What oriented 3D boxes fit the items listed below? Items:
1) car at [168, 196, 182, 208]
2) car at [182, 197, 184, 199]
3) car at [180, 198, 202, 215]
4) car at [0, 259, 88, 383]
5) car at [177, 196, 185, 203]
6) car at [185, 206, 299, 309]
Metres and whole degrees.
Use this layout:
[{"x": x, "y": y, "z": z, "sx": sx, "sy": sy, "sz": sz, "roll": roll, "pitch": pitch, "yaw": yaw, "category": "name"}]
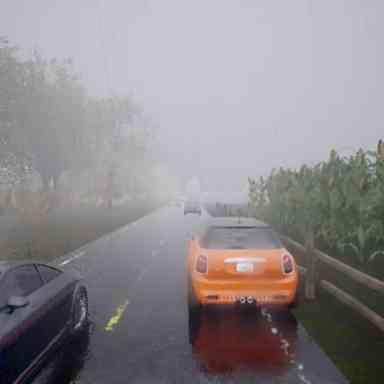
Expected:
[{"x": -2.751, "y": 1.712, "z": 52.407, "sx": 2.128, "sy": 1.511, "sz": 4.902, "roll": 0, "pitch": 0, "yaw": 0, "category": "car"}, {"x": 0.056, "y": 1.545, "z": 46.051, "sx": 2.097, "sy": 1.767, "sz": 4.553, "roll": 0, "pitch": 0, "yaw": 0, "category": "car"}, {"x": 0.072, "y": 1.696, "z": 35.488, "sx": 2.033, "sy": 1.411, "sz": 5.357, "roll": 0, "pitch": 0, "yaw": 0, "category": "car"}, {"x": -2.752, "y": 1.580, "z": 3.998, "sx": 1.994, "sy": 1.385, "sz": 4.181, "roll": 0, "pitch": 0, "yaw": 0, "category": "car"}, {"x": -2.750, "y": 1.831, "z": 82.204, "sx": 1.882, "sy": 1.535, "sz": 5.008, "roll": 0, "pitch": -1, "yaw": 0, "category": "car"}, {"x": 0.960, "y": 1.384, "z": 8.122, "sx": 2.097, "sy": 1.767, "sz": 4.553, "roll": 0, "pitch": 0, "yaw": 0, "category": "car"}]
